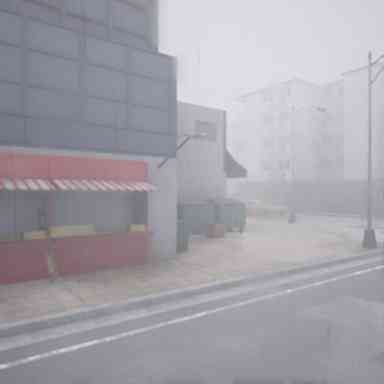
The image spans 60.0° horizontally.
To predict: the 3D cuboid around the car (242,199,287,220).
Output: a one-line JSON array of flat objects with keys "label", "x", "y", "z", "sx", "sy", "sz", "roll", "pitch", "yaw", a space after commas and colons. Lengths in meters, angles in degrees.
[{"label": "car", "x": 5.463, "y": 1.365, "z": 27.350, "sx": 1.882, "sy": 1.535, "sz": 5.008, "roll": 0, "pitch": 0, "yaw": -36}]
